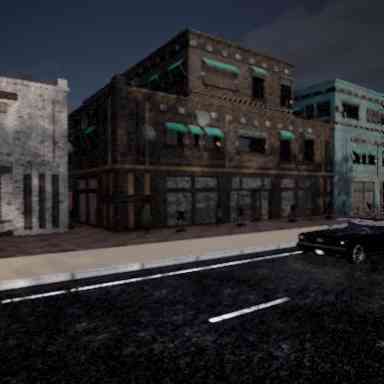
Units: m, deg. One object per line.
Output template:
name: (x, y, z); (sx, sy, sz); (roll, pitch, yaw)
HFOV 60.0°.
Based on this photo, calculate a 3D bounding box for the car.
car: (5.851, 1.598, 11.851); (4.718, 1.301, 1.895); (0, 0, -35)
